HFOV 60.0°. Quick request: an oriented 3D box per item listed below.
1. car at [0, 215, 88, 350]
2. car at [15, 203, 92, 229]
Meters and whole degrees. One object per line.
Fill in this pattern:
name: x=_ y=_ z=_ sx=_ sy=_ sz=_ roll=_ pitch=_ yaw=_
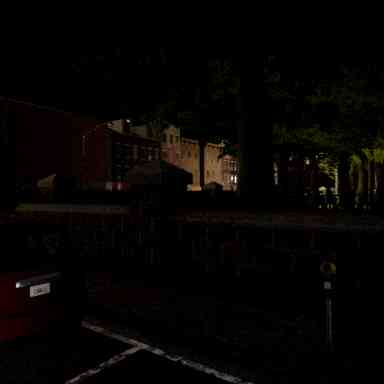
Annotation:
car: x=-3.860 y=1.318 z=5.588 sx=5.009 sy=1.841 sz=2.192 roll=0 pitch=-1 yaw=36
car: x=-9.395 y=1.583 z=22.935 sx=1.812 sy=1.442 sz=4.674 roll=-1 pitch=-1 yaw=35
